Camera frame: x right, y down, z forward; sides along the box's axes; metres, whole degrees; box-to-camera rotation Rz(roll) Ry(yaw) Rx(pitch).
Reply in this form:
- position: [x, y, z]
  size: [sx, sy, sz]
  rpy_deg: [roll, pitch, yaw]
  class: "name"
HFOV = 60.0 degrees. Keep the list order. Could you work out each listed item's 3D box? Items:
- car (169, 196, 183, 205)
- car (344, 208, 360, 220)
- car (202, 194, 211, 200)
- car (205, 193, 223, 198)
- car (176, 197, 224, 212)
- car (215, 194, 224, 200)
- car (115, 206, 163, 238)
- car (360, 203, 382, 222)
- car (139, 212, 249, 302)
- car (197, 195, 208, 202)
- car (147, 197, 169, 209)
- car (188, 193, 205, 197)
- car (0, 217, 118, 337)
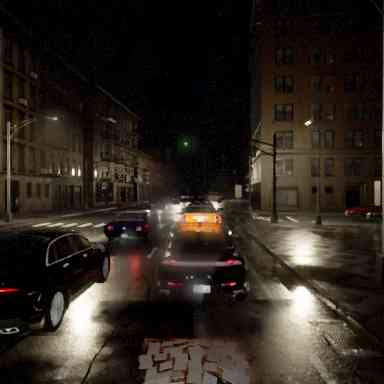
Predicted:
- position: [-3.236, 1.449, 56.564]
  size: [1.837, 1.490, 4.892]
  rpy_deg: [0, 1, 7]
  class: "car"
- position: [16.062, 1.723, 29.457]
  size: [4.674, 1.442, 1.812]
  rpy_deg: [1, 0, 7]
  class: "car"
- position: [3.751, 1.297, 84.308]
  size: [1.837, 1.490, 4.892]
  rpy_deg: [0, 0, 8]
  class: "car"
- position: [4.270, 1.147, 63.806]
  size: [2.150, 2.045, 5.566]
  rpy_deg: [0, 0, 8]
  class: "car"
- position: [0.500, 1.351, 18.034]
  size: [2.097, 1.767, 4.553]
  rpy_deg: [0, 0, 2]
  class: "car"
- position: [6.972, 1.321, 83.873]
  size: [1.812, 1.442, 4.674]
  rpy_deg: [0, 0, 8]
  class: "car"
- position: [-2.812, 1.601, 16.541]
  size: [1.895, 1.301, 4.718]
  rpy_deg: [0, 0, 2]
  class: "car"
- position: [16.416, 1.695, 26.138]
  size: [4.902, 1.511, 2.128]
  rpy_deg: [1, 0, 7]
  class: "car"
- position: [0.212, 1.492, 8.288]
  size: [2.128, 1.511, 4.902]
  rpy_deg: [0, 0, 1]
  class: "car"
- position: [2.466, 1.436, 74.790]
  size: [2.033, 1.411, 5.357]
  rpy_deg: [0, 0, 8]
  class: "car"
- position: [-4.589, 1.501, 43.431]
  size: [1.812, 1.442, 4.674]
  rpy_deg: [0, 0, 5]
  class: "car"
- position: [1.123, 1.145, 64.820]
  size: [2.150, 2.045, 5.566]
  rpy_deg: [0, 0, 8]
  class: "car"
- position: [-3.053, 1.505, 6.763]
  size: [1.837, 1.490, 4.892]
  rpy_deg: [0, 0, 1]
  class: "car"
